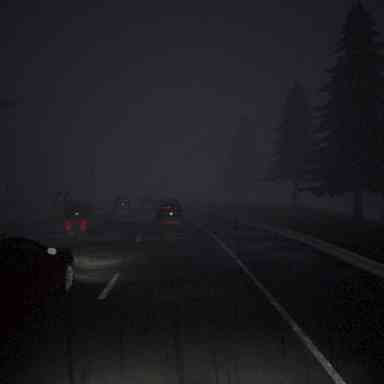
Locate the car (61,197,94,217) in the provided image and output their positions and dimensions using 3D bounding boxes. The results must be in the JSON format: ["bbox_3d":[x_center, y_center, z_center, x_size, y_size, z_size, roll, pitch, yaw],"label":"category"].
[{"bbox_3d":[-9.374,1.374,28.087,1.895,1.301,4.718,0,0,-10],"label":"car"}]

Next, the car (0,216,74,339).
[{"bbox_3d":[-3.524,1.434,5.525,1.882,1.535,5.008,0,1,-2],"label":"car"}]

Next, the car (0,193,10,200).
[{"bbox_3d":[-34.726,0.998,61.280,1.882,1.535,5.008,0,1,-25],"label":"car"}]

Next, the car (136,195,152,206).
[{"bbox_3d":[-6.604,1.091,46.708,1.882,1.535,5.008,0,1,-17],"label":"car"}]

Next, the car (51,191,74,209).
[{"bbox_3d":[-15.516,0.901,40.071,2.150,2.045,5.566,0,1,-16],"label":"car"}]

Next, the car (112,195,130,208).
[{"bbox_3d":[-8.771,1.166,41.426,1.837,1.490,4.892,1,1,-16],"label":"car"}]

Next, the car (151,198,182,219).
[{"bbox_3d":[-1.931,1.286,26.322,1.837,1.490,4.892,1,1,-10],"label":"car"}]
